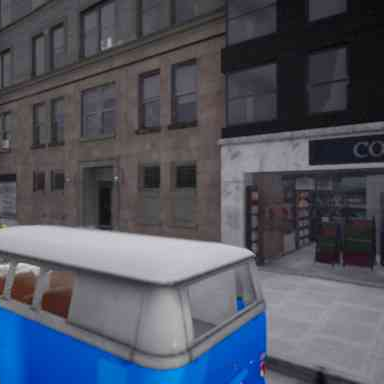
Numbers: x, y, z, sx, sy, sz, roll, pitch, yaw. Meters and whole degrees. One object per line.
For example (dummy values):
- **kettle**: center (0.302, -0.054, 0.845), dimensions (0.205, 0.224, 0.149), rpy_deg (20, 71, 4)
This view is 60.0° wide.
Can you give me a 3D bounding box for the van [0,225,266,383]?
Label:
- **van**: center (-1.186, 1.341, 3.658), dimensions (3.998, 1.788, 1.690), rpy_deg (0, 0, 36)
